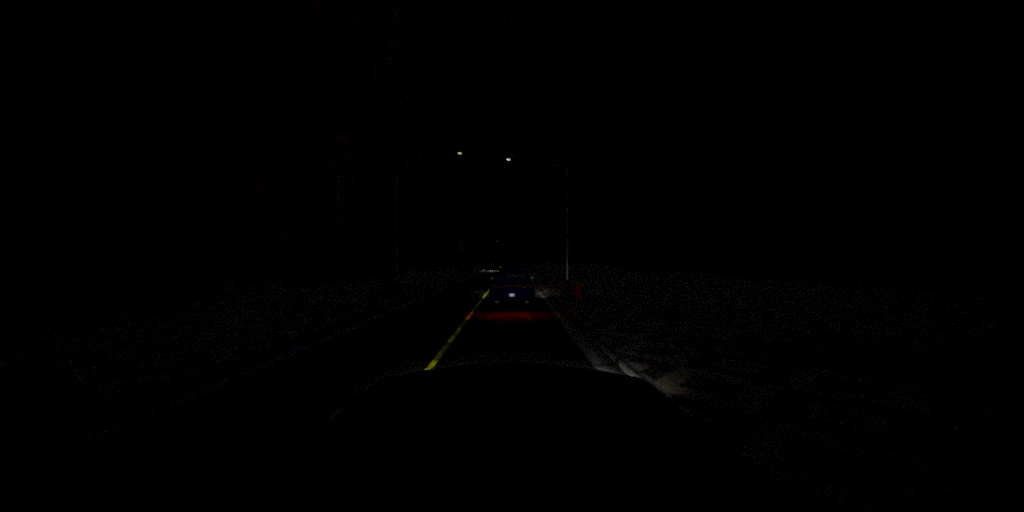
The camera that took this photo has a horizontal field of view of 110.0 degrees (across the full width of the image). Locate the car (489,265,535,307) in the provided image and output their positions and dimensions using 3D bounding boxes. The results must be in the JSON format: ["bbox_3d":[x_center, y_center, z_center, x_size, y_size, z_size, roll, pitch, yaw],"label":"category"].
[{"bbox_3d":[0.009,1.371,16.327,1.882,1.535,5.008,0,0,0],"label":"car"}]
